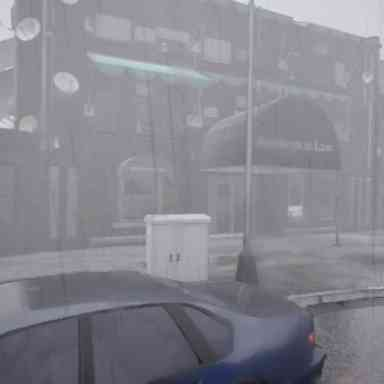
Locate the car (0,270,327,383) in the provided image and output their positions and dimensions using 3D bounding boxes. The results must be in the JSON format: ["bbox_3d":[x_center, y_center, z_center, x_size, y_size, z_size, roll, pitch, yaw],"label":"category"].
[{"bbox_3d":[-1.197,1.484,2.713,5.357,1.411,2.033,0,1,-33],"label":"car"}]
